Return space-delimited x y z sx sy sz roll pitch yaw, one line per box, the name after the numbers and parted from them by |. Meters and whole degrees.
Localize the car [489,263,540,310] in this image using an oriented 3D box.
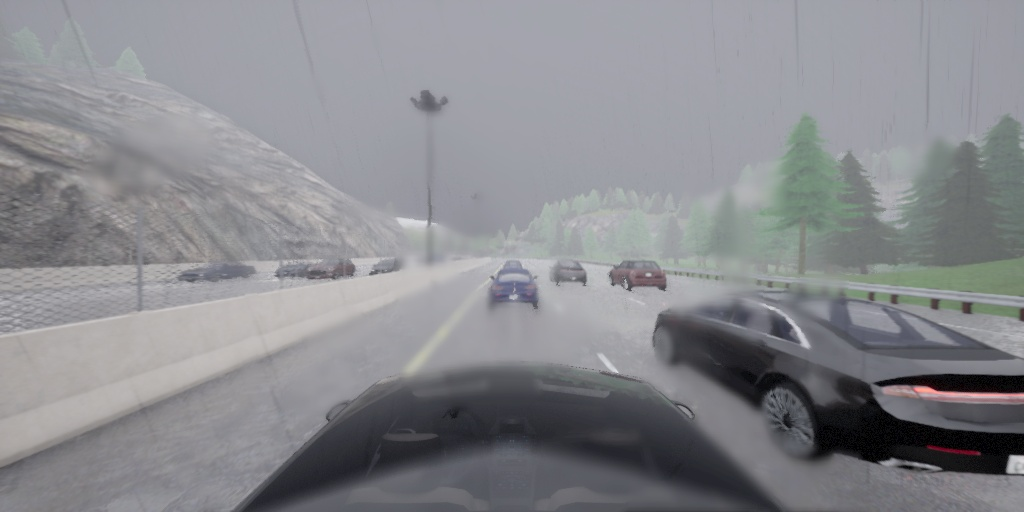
0.082 1.194 14.143 1.812 1.442 4.674 0 0 0 | car

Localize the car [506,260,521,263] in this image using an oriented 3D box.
0.101 1.095 32.508 2.033 1.411 5.357 0 0 0 | car

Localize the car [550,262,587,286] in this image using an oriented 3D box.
3.605 1.099 23.363 2.128 1.511 4.902 0 0 0 | car

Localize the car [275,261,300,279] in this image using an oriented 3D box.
-17.586 1.128 29.834 1.994 1.385 4.181 0 0 0 | car

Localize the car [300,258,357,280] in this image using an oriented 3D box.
-14.089 0.927 28.243 2.097 1.767 4.553 0 0 0 | car

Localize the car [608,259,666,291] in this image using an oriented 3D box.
7.102 0.977 20.758 2.097 1.767 4.553 0 0 0 | car

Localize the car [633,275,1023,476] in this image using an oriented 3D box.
3.601 1.220 4.919 2.128 1.511 4.902 0 0 0 | car

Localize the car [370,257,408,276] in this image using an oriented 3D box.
-10.585 1.062 30.981 1.837 1.490 4.892 0 0 0 | car

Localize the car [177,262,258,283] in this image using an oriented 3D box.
-21.094 1.137 26.092 2.033 1.411 5.357 0 0 0 | car
